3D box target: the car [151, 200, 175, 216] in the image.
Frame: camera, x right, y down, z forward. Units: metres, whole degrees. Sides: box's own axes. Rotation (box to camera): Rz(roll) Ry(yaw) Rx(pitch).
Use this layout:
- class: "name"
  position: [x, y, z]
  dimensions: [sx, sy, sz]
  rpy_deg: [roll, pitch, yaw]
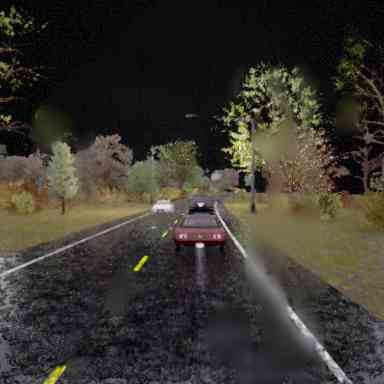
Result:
- class: "car"
  position: [-2.765, 1.516, 32.550]
  dimensions: [1.812, 1.442, 4.674]
  rpy_deg: [0, 0, 3]

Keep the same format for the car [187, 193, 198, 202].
- class: "car"
  position: [0.198, 1.221, 73.856]
  dimensions: [2.097, 1.767, 4.553]
  rpy_deg: [0, 0, 5]

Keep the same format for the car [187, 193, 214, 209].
- class: "car"
  position: [0.856, 1.225, 30.771]
  dimensions: [2.150, 2.045, 5.566]
  rpy_deg: [0, 0, 2]

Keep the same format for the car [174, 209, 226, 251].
- class: "car"
  position: [0.325, 1.602, 14.043]
  dimensions: [1.895, 1.301, 4.718]
  rpy_deg: [0, 0, 1]
